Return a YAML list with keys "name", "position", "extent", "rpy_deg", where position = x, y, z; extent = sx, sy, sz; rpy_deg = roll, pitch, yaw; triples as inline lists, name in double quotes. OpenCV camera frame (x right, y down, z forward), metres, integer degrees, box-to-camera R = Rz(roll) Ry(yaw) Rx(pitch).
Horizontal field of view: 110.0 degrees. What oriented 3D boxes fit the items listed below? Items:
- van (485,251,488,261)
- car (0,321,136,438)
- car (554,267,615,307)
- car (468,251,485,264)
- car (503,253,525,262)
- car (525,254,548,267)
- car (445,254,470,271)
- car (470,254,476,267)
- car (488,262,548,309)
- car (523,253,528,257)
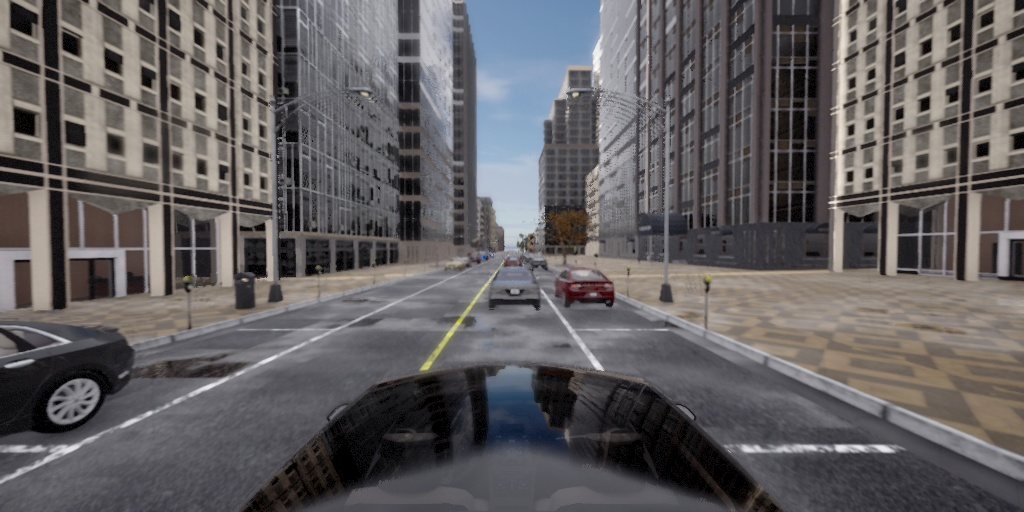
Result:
- name: "van"
  position: [-5.697, 0.111, 64.817]
  extent: [1.690, 1.789, 3.998]
  rpy_deg: [0, 0, 0]
- name: "car"
  position: [-5.692, 1.285, 2.769]
  extent: [2.007, 1.370, 4.403]
  rpy_deg: [0, 0, 0]
- name: "car"
  position: [2.688, 1.106, 14.065]
  extent: [1.888, 1.381, 4.507]
  rpy_deg: [0, 0, 0]
- name: "car"
  position: [-5.697, 0.263, 53.536]
  extent: [2.192, 1.841, 5.009]
  rpy_deg: [0, 0, 0]
- name: "car"
  position: [0.096, 0.723, 37.583]
  extent: [1.812, 1.442, 4.674]
  rpy_deg: [0, 1, 0]
- name: "car"
  position: [2.686, 0.762, 36.633]
  extent: [2.007, 1.370, 4.403]
  rpy_deg: [0, 0, 0]
- name: "car"
  position: [-5.695, 0.739, 36.444]
  extent: [1.751, 1.417, 4.829]
  rpy_deg: [0, 0, 0]
- name: "car"
  position: [-5.695, 0.707, 42.255]
  extent: [1.802, 1.307, 4.207]
  rpy_deg: [0, 0, 0]
- name: "car"
  position: [0.094, 1.114, 13.702]
  extent: [2.033, 1.411, 5.357]
  rpy_deg: [0, 1, 0]
- name: "car"
  position: [2.685, 0.497, 53.560]
  extent: [2.007, 1.370, 4.403]
  rpy_deg: [0, 0, 0]
